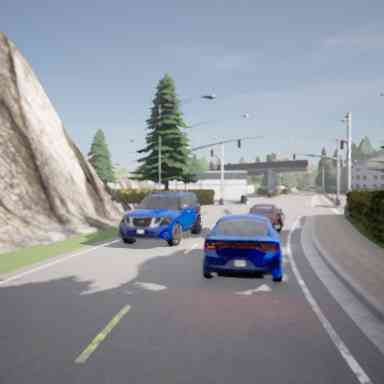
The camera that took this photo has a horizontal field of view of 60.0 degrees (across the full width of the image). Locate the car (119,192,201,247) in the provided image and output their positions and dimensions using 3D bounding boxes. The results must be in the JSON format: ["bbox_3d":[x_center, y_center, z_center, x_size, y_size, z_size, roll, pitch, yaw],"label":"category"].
[{"bbox_3d":[-1.123,1.043,14.654,2.150,2.045,5.566,0,1,16],"label":"car"}]

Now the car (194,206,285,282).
[{"bbox_3d":[1.510,1.365,9.561,1.882,1.535,5.008,0,0,11],"label":"car"}]

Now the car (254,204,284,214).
[{"bbox_3d":[4.103,1.347,18.696,1.994,1.385,4.181,0,1,18],"label":"car"}]
